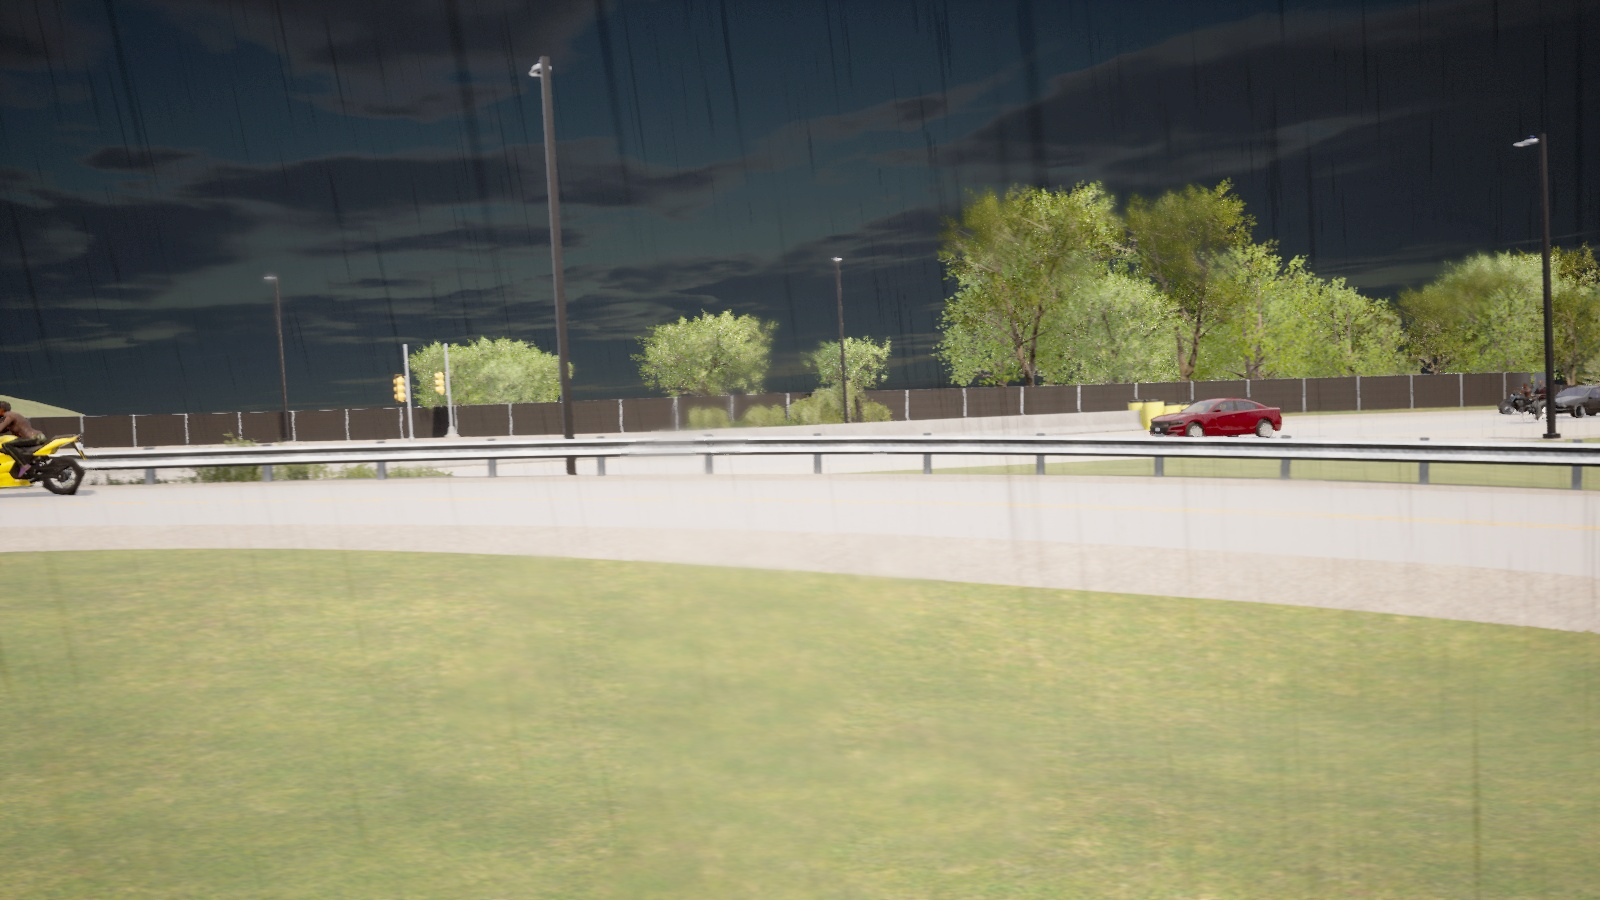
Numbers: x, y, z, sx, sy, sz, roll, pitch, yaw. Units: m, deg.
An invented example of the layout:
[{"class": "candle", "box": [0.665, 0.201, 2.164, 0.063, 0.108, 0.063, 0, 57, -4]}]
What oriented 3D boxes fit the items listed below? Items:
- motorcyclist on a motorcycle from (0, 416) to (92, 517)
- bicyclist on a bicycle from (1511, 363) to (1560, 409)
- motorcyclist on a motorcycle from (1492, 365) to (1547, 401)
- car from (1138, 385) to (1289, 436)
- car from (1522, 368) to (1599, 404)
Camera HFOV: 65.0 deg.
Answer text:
[{"class": "motorcyclist on a motorcycle", "box": [-12.410, 0.258, 19.729, 2.044, 1.523, 0.797, -2, 2, -16]}, {"class": "bicyclist on a bicycle", "box": [29.706, -2.588, 50.684, 1.843, 1.776, 0.659, -4, 2, -21]}, {"class": "motorcyclist on a motorcycle", "box": [35.955, -3.329, 62.742, 2.350, 1.649, 0.766, -3, 2, -7]}, {"class": "car", "box": [14.753, -1.417, 44.787, 5.008, 1.535, 1.882, -4, 2, -21]}, {"class": "car", "box": [35.453, -2.951, 56.716, 5.357, 1.411, 2.033, -4, 2, -21]}]
